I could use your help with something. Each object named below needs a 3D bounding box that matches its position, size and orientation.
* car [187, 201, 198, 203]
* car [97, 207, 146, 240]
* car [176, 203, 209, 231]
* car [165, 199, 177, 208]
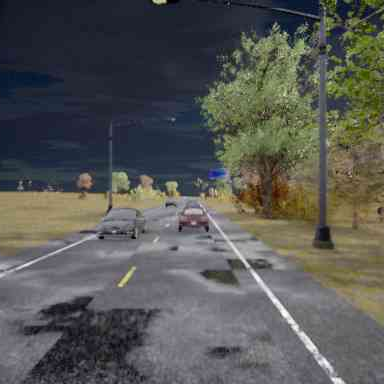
[{"bbox_3d":[0.098,1.794,40.538,2.033,1.411,5.357,0,0,0],"label":"car"},{"bbox_3d":[-3.599,1.612,17.747,1.837,1.490,4.892,0,0,0],"label":"car"},{"bbox_3d":[0.100,1.655,21.534,1.812,1.442,4.674,0,0,0],"label":"car"},{"bbox_3d":[-3.552,1.896,56.732,2.033,1.411,5.357,0,0,1],"label":"car"}]
